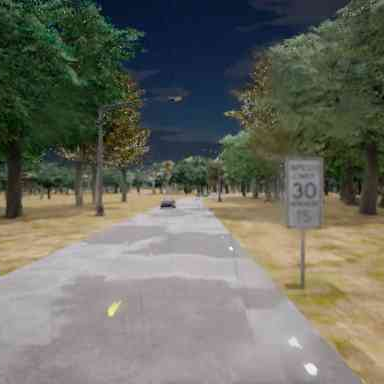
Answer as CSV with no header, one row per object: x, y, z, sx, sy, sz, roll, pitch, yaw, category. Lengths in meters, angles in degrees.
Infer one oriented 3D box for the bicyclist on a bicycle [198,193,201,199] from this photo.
2.100,1.096,93.591,0.659,1.776,1.843,0,0,7,bicyclist on a bicycle

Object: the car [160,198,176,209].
-3.039,1.426,43.000,2.033,1.411,5.357,0,0,0,car

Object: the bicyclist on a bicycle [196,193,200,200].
1.263,1.129,84.767,0.659,1.776,1.843,0,0,4,bicyclist on a bicycle
